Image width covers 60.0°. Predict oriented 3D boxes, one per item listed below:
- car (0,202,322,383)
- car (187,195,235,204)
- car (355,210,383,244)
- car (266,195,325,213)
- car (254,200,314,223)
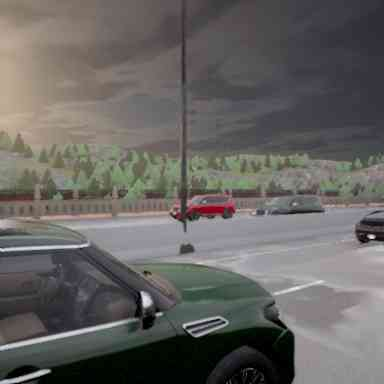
[{"bbox_3d":[-1.613,1.222,2.596,5.566,2.045,2.150,0,0,-35],"label":"car"},{"bbox_3d":[0.962,1.228,26.161,5.566,2.045,2.150,0,0,-36],"label":"car"},{"bbox_3d":[9.034,1.511,14.492,4.892,1.490,1.837,0,0,-36],"label":"car"},{"bbox_3d":[6.226,1.229,21.325,5.566,2.045,2.150,0,0,-35],"label":"car"},{"bbox_3d":[7.408,1.489,26.463,5.008,1.535,1.882,0,0,-35],"label":"car"}]
